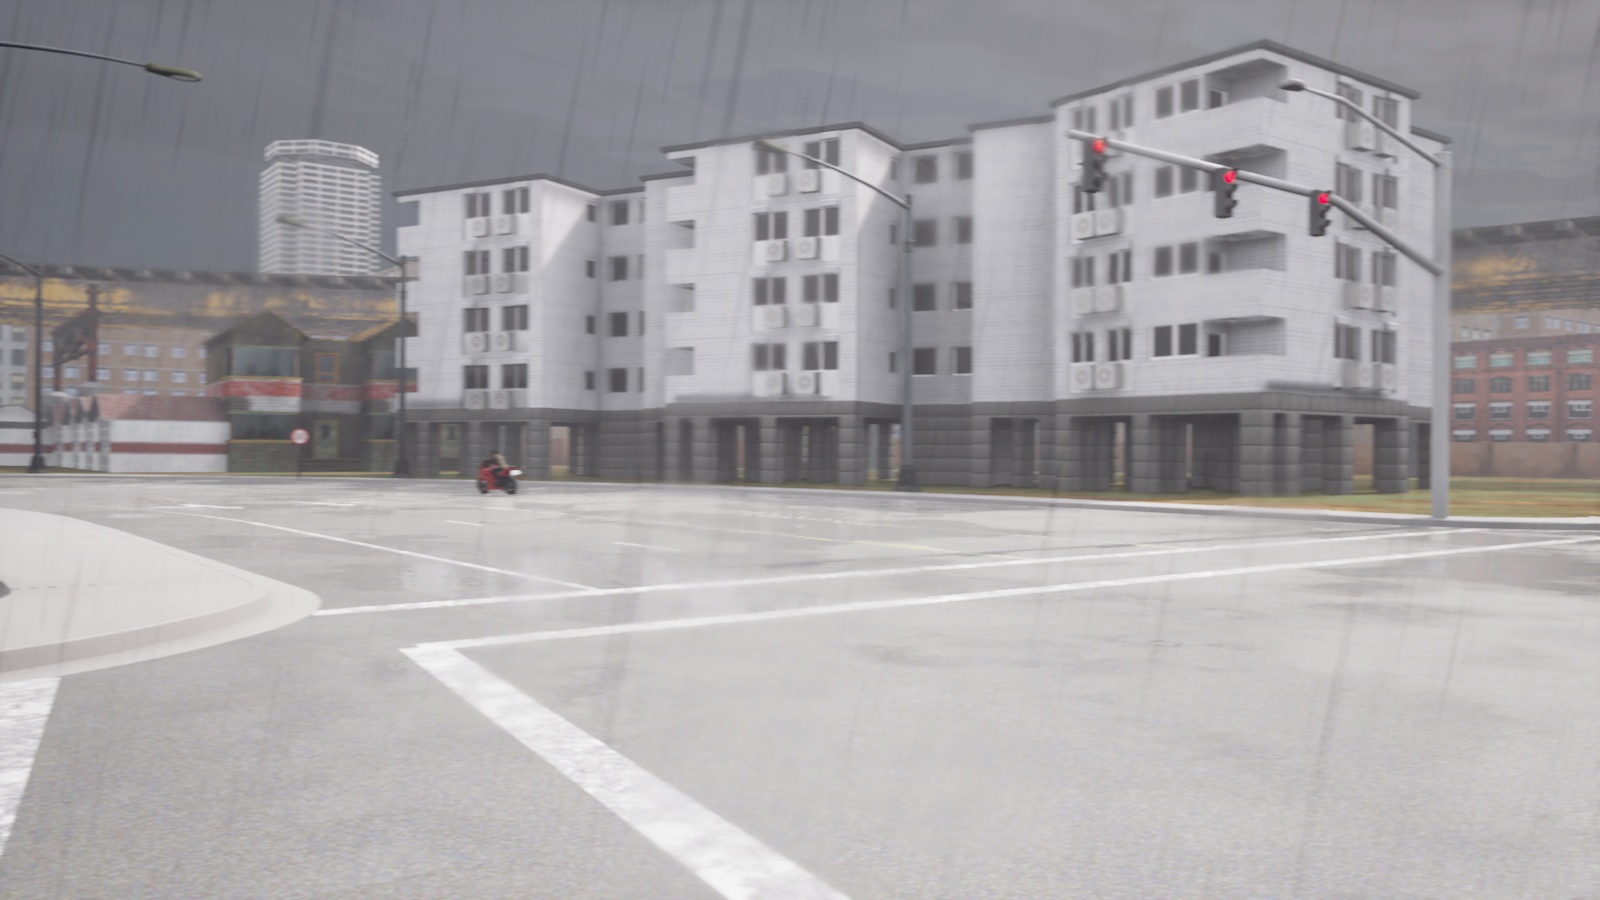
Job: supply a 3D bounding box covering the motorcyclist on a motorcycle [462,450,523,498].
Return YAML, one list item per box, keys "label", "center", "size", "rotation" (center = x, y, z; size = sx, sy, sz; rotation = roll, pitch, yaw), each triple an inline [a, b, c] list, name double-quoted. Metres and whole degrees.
- label: "motorcyclist on a motorcycle"
  center: [-9.987, 0.766, 40.760]
  size: [2.044, 1.523, 0.797]
  rotation: [0, 0, 38]
